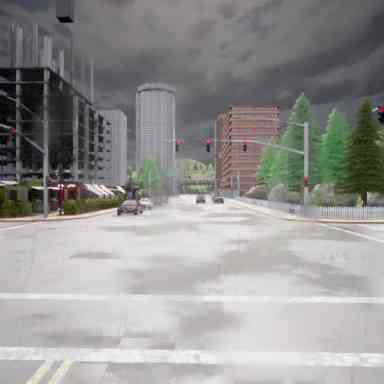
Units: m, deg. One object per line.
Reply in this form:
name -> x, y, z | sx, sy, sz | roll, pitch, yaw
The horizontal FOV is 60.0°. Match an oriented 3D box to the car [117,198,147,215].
car -> -6.162, 1.526, 33.631 | 1.812, 1.442, 4.674 | 0, 0, 2

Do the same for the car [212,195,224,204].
car -> 5.255, 1.525, 65.670 | 1.812, 1.442, 4.674 | 0, 0, 1

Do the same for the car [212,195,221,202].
car -> 5.476, 1.421, 74.566 | 1.895, 1.301, 4.718 | 0, 0, 1

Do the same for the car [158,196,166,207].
car -> -5.687, 1.352, 51.726 | 2.097, 1.767, 4.553 | 0, 0, 1

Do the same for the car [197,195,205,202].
car -> 1.976, 1.326, 74.624 | 1.837, 1.490, 4.892 | 0, 0, 1

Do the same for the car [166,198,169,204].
car -> -5.415, 1.564, 61.648 | 1.994, 1.385, 4.181 | 0, 0, 2

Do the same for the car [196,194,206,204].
car -> 1.748, 1.600, 65.439 | 1.895, 1.301, 4.718 | 0, 0, 1

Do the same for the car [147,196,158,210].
car -> -5.918, 1.525, 42.721 | 1.812, 1.442, 4.674 | 0, 0, 1
